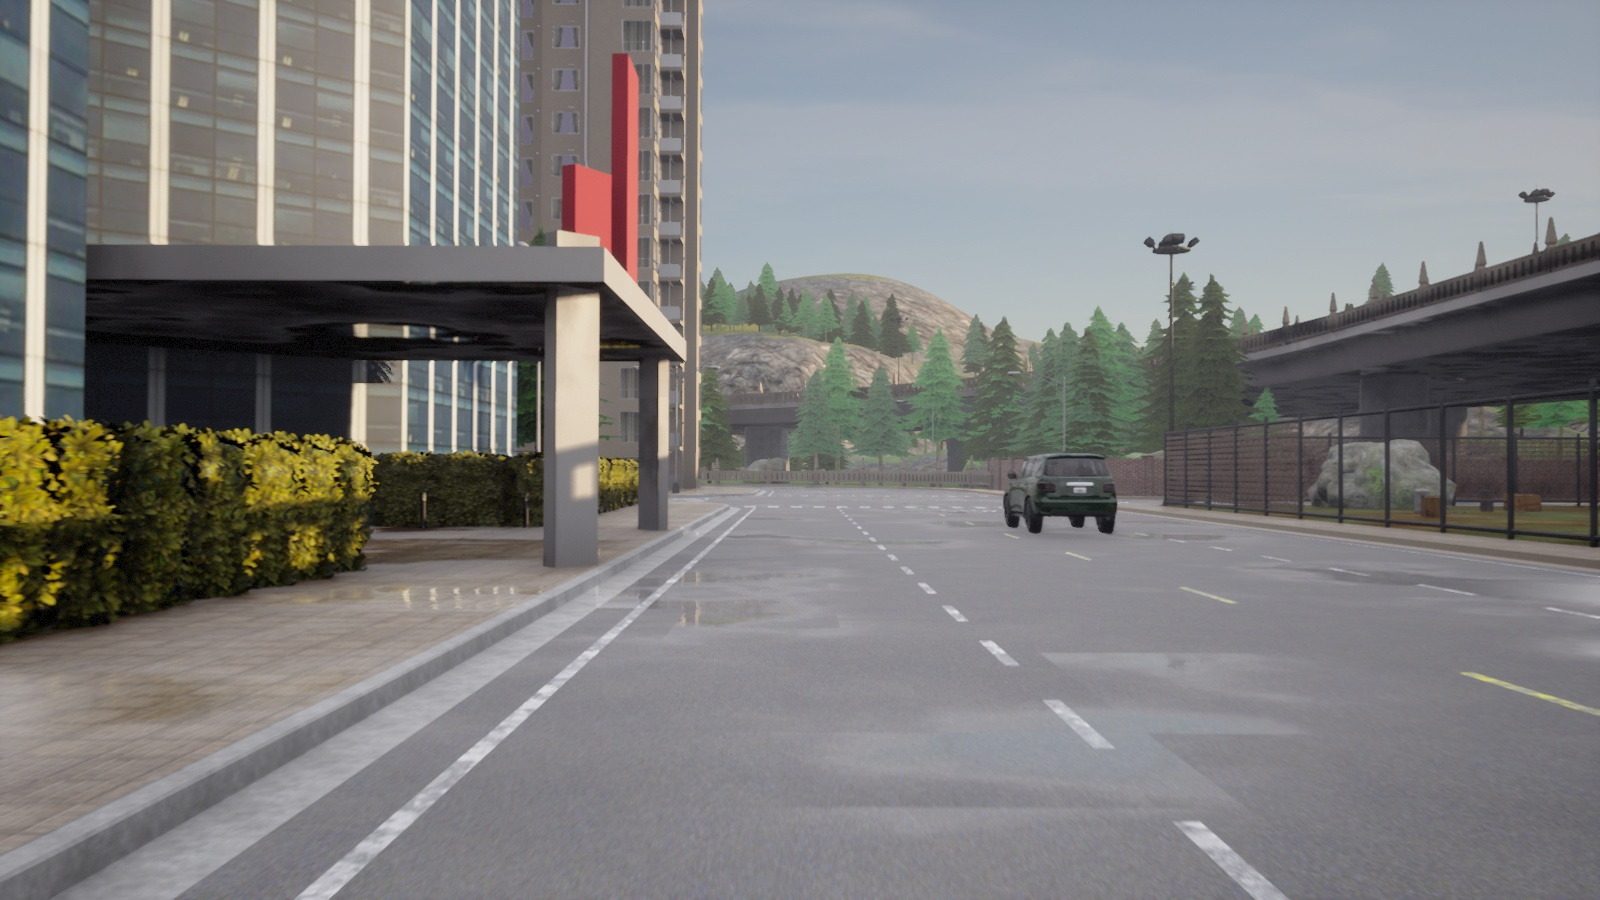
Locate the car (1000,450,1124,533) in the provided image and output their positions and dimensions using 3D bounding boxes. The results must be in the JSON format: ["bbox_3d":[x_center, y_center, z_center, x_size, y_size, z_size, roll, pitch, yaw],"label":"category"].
[{"bbox_3d":[6.916,1.072,33.804,2.150,2.045,5.566,0,-1,0],"label":"car"}]
